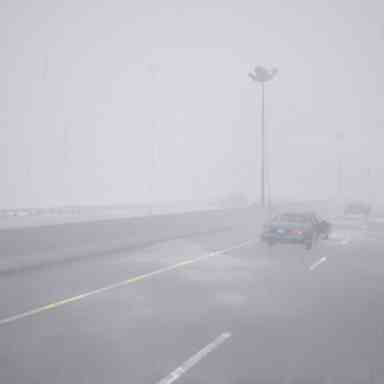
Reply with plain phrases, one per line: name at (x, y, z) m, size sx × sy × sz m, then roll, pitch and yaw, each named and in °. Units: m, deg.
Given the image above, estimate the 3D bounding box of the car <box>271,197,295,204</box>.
car at (13.287, 1.480, 47.065) m, size 1.812 × 1.442 × 4.674 m, roll 0°, pitch 0°, yaw 33°

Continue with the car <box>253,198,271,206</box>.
car at (10.505, 1.556, 49.197) m, size 1.895 × 1.301 × 4.718 m, roll 0°, pitch 0°, yaw 33°

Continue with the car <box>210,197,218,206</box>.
car at (4.628, 1.456, 53.002) m, size 2.128 × 1.511 × 4.902 m, roll 0°, pitch 0°, yaw 33°

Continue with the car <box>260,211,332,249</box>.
car at (4.737, 1.532, 14.646) m, size 2.033 × 1.411 × 5.357 m, roll 0°, pitch 0°, yaw 33°

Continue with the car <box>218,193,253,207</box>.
car at (6.539, 1.186, 49.564) m, size 2.150 × 2.045 × 5.566 m, roll 0°, pitch 0°, yaw 34°

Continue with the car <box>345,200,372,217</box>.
car at (15.548, 1.486, 31.158) m, size 1.812 × 1.442 × 4.674 m, roll 0°, pitch 0°, yaw 33°
